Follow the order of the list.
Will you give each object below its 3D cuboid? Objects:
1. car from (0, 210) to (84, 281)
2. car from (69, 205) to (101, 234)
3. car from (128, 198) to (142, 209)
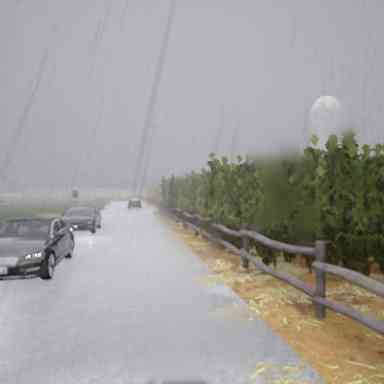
[{"bbox_3d":[-4.789,1.529,9.960,2.128,1.511,4.902,0,0,-10],"label":"car"},{"bbox_3d":[-6.529,1.575,19.857,1.837,1.490,4.892,0,0,-10],"label":"car"},{"bbox_3d":[-8.583,1.646,49.789,1.882,1.535,5.008,0,0,-10],"label":"car"}]
